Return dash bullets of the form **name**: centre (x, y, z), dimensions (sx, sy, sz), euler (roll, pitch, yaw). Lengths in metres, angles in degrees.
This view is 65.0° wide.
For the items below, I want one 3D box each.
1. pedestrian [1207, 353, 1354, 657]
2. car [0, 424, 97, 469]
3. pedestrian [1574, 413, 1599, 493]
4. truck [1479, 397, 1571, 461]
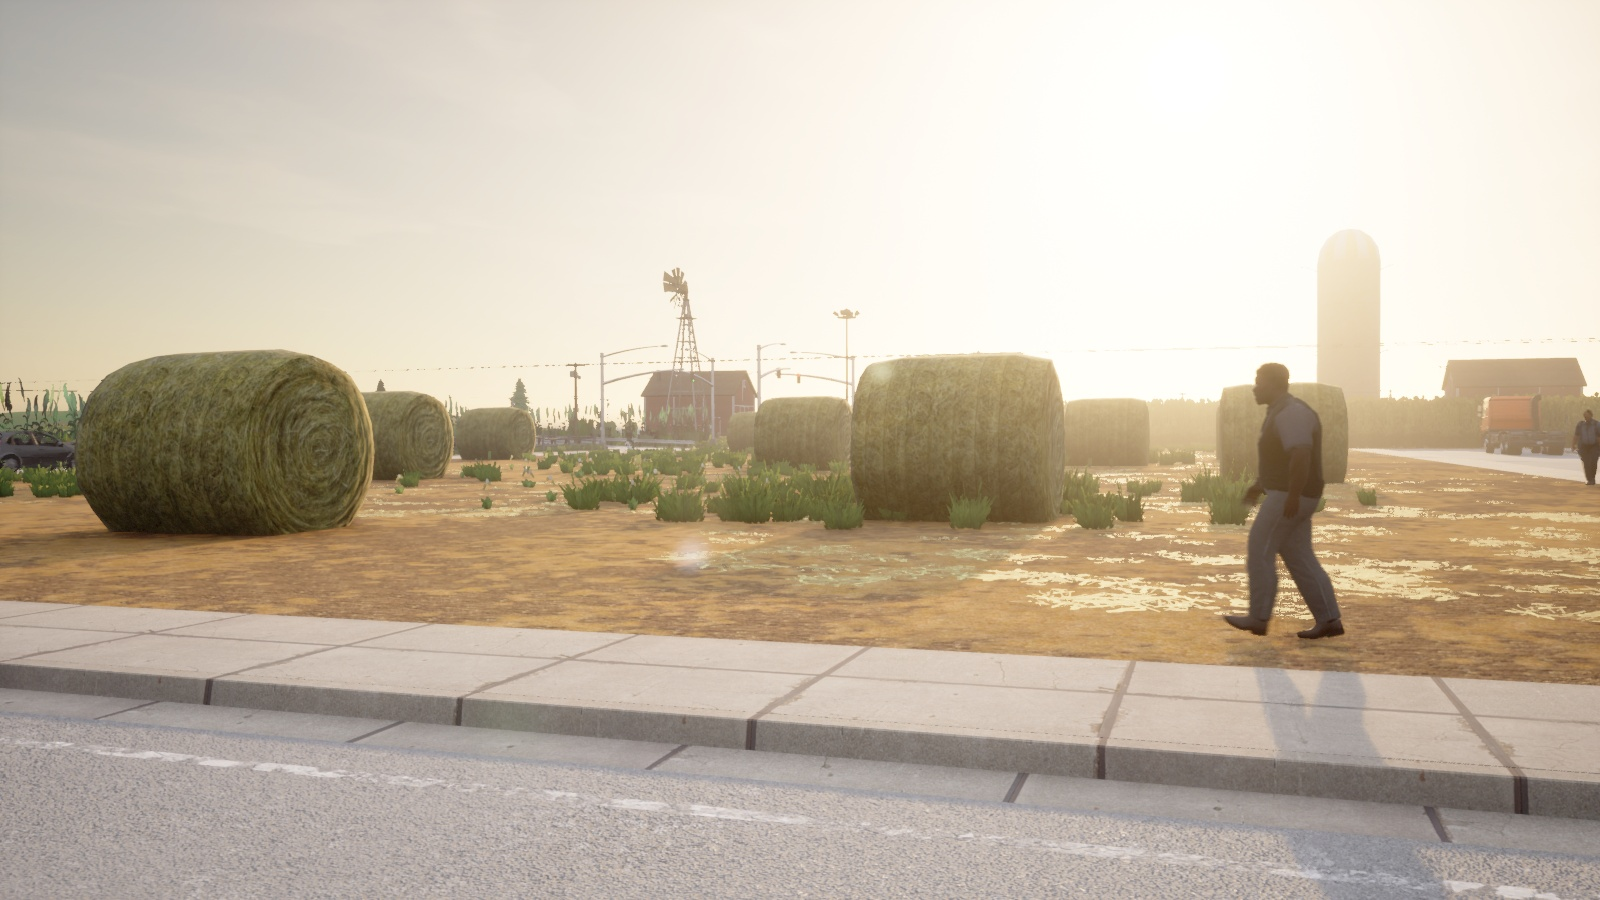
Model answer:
- **pedestrian**: centre (3.119, 0.334, 8.178), dimensions (0.849, 1.883, 0.563), euler (1, 1, 21)
- **car**: centre (-28.865, -0.174, 47.191), dimensions (1.851, 1.617, 3.988), euler (1, 1, 21)
- **pedestrian**: centre (18.548, 0.056, 29.502), dimensions (0.540, 1.848, 0.694), euler (1, 1, 38)
- **truck**: centre (41.406, -1.180, 72.033), dimensions (2.891, 3.462, 7.936), euler (1, 1, 18)
